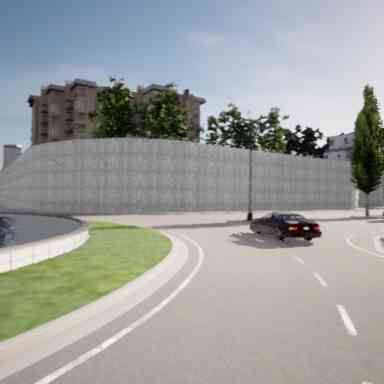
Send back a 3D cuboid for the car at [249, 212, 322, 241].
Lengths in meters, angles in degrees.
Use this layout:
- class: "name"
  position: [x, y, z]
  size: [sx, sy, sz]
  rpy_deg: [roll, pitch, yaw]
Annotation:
- class: "car"
  position: [4.988, 1.824, 18.519]
  size: [2.033, 1.411, 5.357]
  rpy_deg: [1, -1, -12]
